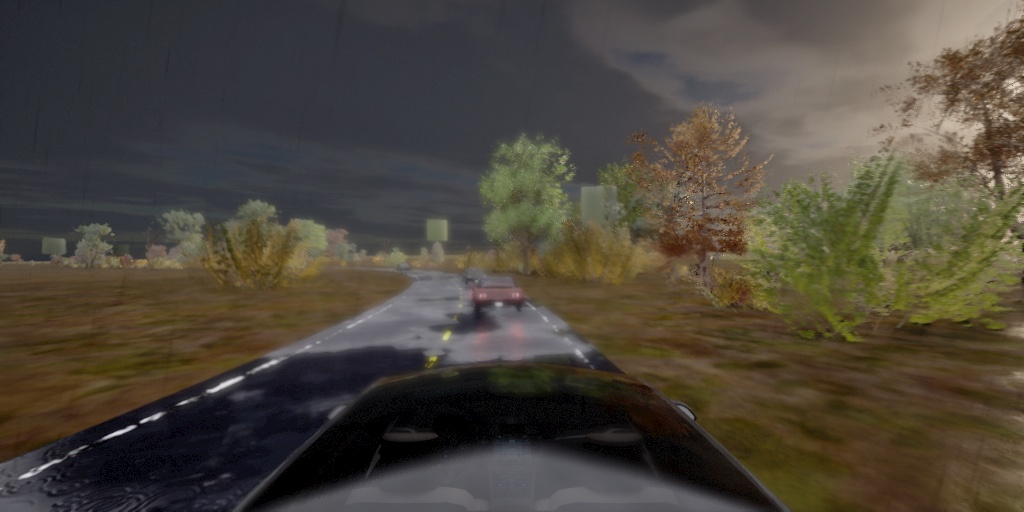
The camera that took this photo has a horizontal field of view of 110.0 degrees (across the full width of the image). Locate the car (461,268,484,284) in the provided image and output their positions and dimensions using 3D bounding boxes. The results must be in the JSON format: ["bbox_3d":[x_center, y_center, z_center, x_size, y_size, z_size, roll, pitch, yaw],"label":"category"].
[{"bbox_3d":[-3.207,1.665,30.195,1.895,1.301,4.718,0,-1,-13],"label":"car"}]

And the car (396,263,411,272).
[{"bbox_3d":[-18.930,1.995,62.494,1.837,1.490,4.892,0,-1,-28],"label":"car"}]

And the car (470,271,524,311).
[{"bbox_3d":[-0.692,1.495,15.237,1.895,1.301,4.718,0,-1,-6],"label":"car"}]
